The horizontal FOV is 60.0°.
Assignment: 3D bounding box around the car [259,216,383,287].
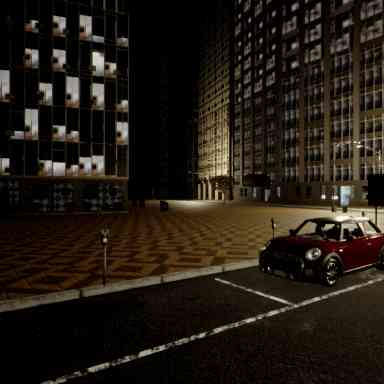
[{"bbox_3d":[3.741,1.439,9.234,4.097,1.590,1.967,0,0,-36],"label":"car"}]
